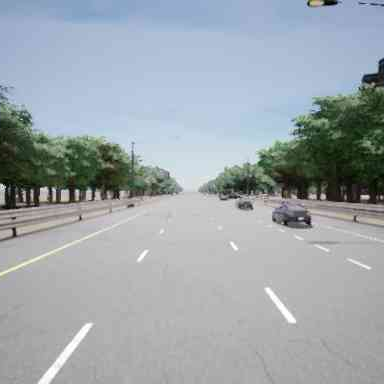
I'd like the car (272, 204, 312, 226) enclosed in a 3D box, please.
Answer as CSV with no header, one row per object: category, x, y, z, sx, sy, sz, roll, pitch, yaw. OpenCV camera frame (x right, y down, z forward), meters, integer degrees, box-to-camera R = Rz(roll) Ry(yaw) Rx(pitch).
car,7.006,1.560,23.655,1.812,1.442,4.674,0,0,0

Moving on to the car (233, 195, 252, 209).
car,7.016,1.574,45.171,1.812,1.442,4.674,0,0,0

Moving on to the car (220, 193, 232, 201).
car,8.682,1.628,89.113,2.033,1.411,5.357,0,0,11
